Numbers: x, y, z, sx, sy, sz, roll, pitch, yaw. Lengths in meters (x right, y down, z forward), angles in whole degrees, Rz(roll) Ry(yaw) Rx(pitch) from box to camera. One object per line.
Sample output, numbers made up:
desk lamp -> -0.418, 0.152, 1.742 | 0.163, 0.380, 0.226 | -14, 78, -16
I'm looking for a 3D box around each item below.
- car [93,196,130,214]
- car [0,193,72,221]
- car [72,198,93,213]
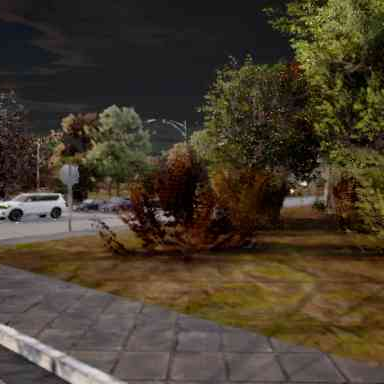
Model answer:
car -> -7.489, 1.239, 34.331 | 2.097, 1.767, 4.553 | 0, 0, 32
car -> -12.654, 1.111, 26.151 | 2.150, 2.045, 5.566 | 0, 0, 32
car -> -10.744, 1.398, 35.733 | 1.812, 1.442, 4.674 | 0, 0, 32
